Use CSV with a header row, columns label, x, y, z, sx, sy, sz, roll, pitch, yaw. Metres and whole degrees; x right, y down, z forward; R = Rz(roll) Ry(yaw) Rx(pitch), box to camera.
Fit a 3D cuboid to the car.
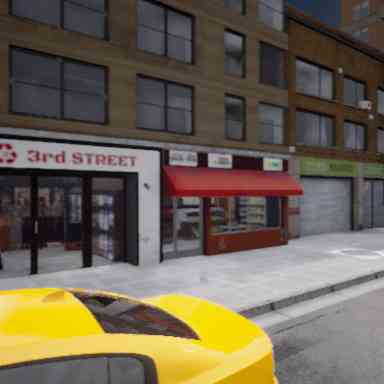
label,x,y,z,sx,sy,sz,roll,pitch,yaw
car,-1.651,1.478,1.893,5.008,1.535,1.882,0,0,-36
